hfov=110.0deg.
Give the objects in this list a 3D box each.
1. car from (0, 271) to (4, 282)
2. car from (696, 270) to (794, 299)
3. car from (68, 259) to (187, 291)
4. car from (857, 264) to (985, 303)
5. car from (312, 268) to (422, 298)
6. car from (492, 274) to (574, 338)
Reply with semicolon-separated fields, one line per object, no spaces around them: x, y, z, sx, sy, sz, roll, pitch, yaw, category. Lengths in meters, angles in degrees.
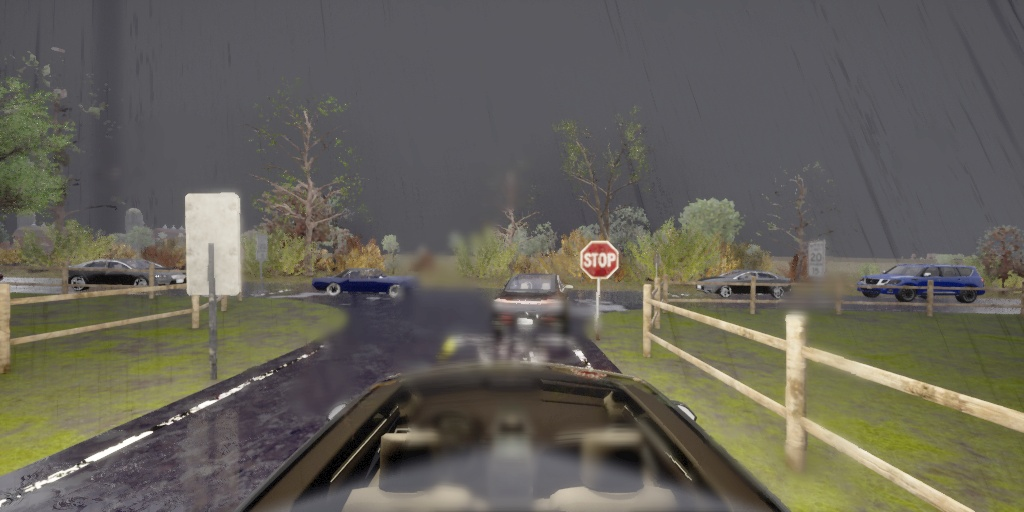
-27.785;0.718;17.330;4.674;1.442;1.812;1;1;0;car
13.014;1.526;20.209;4.902;1.511;2.128;1;1;0;car
-18.481;0.886;17.317;4.902;1.511;2.128;1;1;0;car
22.910;1.467;20.192;5.566;2.045;2.150;1;1;0;car
-6.813;1.249;17.293;4.718;1.301;1.895;1;1;0;car
0.711;1.240;10.257;2.128;1.511;4.902;0;0;9;car
